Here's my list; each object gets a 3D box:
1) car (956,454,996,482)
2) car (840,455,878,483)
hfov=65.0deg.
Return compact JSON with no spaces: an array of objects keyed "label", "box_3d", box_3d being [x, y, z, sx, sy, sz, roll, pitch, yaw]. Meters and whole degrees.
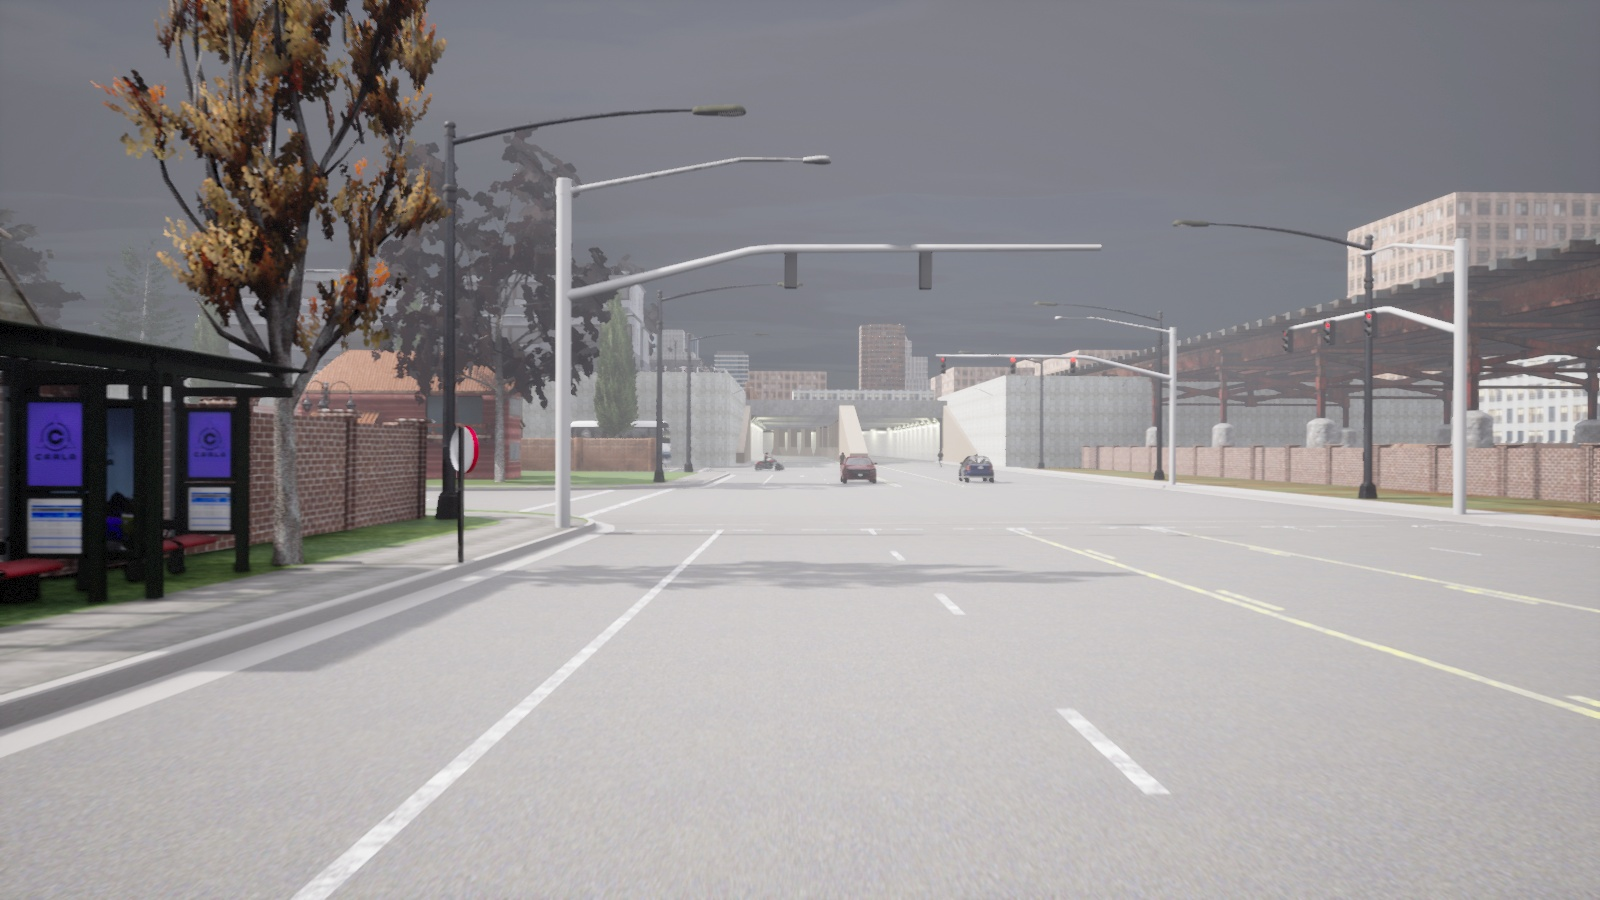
[{"label":"car","box_3d":[10.307,1.024,73.722,1.789,1.549,3.705,0,0,0]},{"label":"car","box_3d":[3.310,1.057,71.551,1.882,1.535,5.008,0,0,0]}]
